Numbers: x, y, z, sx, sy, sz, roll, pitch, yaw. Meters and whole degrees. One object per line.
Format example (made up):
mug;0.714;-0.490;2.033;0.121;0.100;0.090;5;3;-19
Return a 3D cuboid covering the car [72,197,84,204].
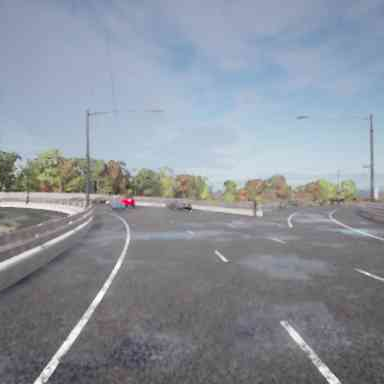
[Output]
car;-25.986;1.879;74.216;2.097;1.767;4.553;0;0;-43

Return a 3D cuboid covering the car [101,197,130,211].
car;-10.737;1.837;46.166;2.033;1.411;5.357;0;0;-27

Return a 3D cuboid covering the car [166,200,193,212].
car;-1.687;1.761;43.097;2.033;1.411;5.357;0;0;-23

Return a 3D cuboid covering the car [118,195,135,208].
car;-11.060;1.548;54.106;2.150;2.045;5.566;0;-1;-30

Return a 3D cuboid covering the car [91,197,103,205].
car;-20.546;1.838;73.384;2.097;1.767;4.553;0;0;-43

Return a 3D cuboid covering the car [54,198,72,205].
car;-28.137;2.121;71.372;1.895;1.301;4.718;0;0;-43
